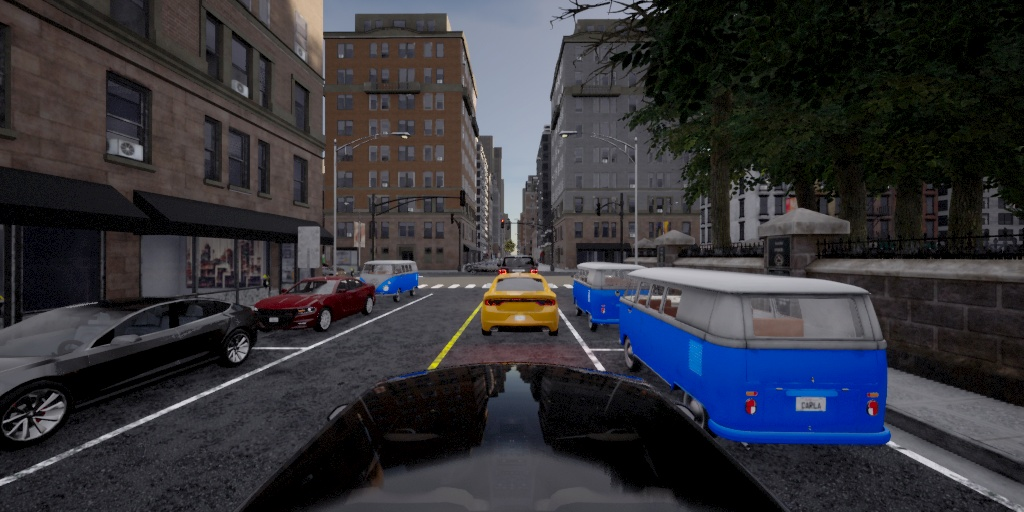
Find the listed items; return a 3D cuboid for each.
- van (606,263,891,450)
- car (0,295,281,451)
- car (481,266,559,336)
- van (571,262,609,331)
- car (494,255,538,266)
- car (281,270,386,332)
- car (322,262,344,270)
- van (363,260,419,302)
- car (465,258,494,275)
[{"bbox_3d":[2.716,1.090,5.066,1.690,1.789,3.998,0,0,1],"label":"van"},{"bbox_3d":[-5.807,1.315,5.225,1.948,1.339,4.313,0,0,1],"label":"car"},{"bbox_3d":[0.226,1.226,10.470,1.882,1.535,5.008,0,0,1],"label":"car"},{"bbox_3d":[2.830,1.089,10.723,1.690,1.789,3.998,0,0,1],"label":"van"},{"bbox_3d":[0.332,0.965,20.426,2.150,2.045,5.566,0,0,0],"label":"car"},{"bbox_3d":[-5.694,1.293,10.884,1.888,1.381,4.507,0,0,1],"label":"car"},{"bbox_3d":[-16.200,1.279,28.671,5.357,1.411,2.033,0,0,1],"label":"car"},{"bbox_3d":[-5.580,1.087,16.543,1.690,1.789,3.998,0,0,1],"label":"van"},{"bbox_3d":[-2.604,1.229,38.533,4.902,1.511,2.128,0,0,0],"label":"car"}]
